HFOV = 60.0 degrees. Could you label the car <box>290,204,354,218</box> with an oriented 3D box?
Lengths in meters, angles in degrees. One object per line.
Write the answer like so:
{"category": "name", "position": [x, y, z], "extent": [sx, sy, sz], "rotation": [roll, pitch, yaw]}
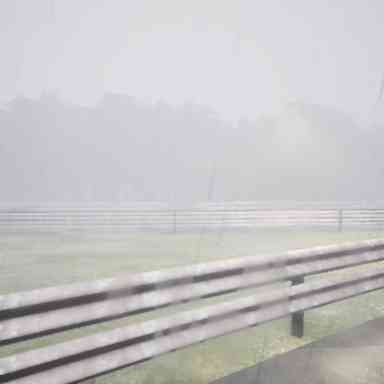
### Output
{"category": "car", "position": [10.165, 1.715, 26.081], "extent": [4.902, 1.511, 2.128], "rotation": [0, 0, -4]}

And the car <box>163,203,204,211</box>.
{"category": "car", "position": [-0.811, 1.730, 32.361], "extent": [4.181, 1.385, 1.994], "rotation": [0, 0, -4]}

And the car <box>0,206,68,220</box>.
{"category": "car", "position": [-11.761, 1.761, 24.613], "extent": [4.902, 1.511, 2.128], "rotation": [0, 0, -4]}
